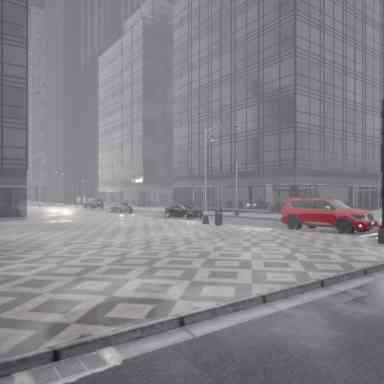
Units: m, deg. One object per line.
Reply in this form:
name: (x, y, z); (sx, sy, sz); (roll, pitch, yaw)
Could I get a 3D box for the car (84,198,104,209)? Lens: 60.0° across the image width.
car: (-18.271, 2.148, 61.882); (2.150, 2.045, 5.566); (0, -1, -37)

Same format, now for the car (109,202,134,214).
car: (-9.469, 2.124, 44.328); (1.837, 1.490, 4.892); (0, -1, -36)

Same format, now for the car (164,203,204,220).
car: (-0.829, 1.867, 32.357); (1.882, 1.535, 5.008); (0, -1, -36)

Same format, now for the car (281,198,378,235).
car: (8.091, 1.381, 20.220); (2.150, 2.045, 5.566); (0, -1, -38)
